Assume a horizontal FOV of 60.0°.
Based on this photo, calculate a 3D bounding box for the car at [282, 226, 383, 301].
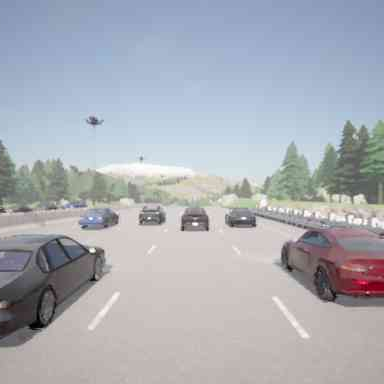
[{"bbox_3d":[3.652,1.586,8.346,1.812,1.442,4.674,0,-1,0],"label":"car"}]

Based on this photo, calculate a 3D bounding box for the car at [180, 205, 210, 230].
[{"bbox_3d":[0.207,1.791,23.288,1.837,1.490,4.892,0,-1,0],"label":"car"}]

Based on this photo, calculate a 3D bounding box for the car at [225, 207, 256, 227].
[{"bbox_3d":[3.716,1.887,25.854,1.994,1.385,4.181,0,-1,0],"label":"car"}]

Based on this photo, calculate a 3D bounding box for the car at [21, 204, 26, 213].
[{"bbox_3d":[-24.335,2.441,46.600,1.812,1.442,4.674,0,-2,1],"label":"car"}]

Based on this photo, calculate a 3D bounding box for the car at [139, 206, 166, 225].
[{"bbox_3d":[-3.276,1.882,27.994,2.128,1.511,4.902,0,-1,0],"label":"car"}]

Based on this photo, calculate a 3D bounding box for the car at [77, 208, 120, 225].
[{"bbox_3d":[-6.788,1.884,24.804,2.033,1.411,5.357,0,-1,0],"label":"car"}]

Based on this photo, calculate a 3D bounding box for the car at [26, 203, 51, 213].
[{"bbox_3d":[-20.834,2.263,46.886,2.097,1.767,4.553,0,-1,1],"label":"car"}]

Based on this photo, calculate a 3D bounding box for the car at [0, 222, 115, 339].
[{"bbox_3d":[-3.354,1.618,7.008,2.033,1.411,5.357,0,-1,0],"label":"car"}]

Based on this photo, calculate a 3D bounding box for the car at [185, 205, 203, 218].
[{"bbox_3d":[0.263,2.213,39.226,1.994,1.385,4.181,0,-1,1],"label":"car"}]
